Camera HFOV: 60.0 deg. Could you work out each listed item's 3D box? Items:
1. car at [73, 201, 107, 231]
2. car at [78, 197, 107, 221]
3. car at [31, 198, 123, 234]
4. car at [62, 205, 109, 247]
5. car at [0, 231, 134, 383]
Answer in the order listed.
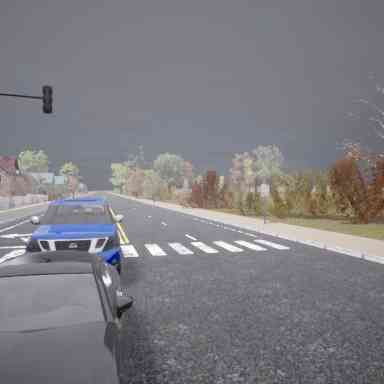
[{"bbox_3d":[-6.585,1.468,21.811,1.882,1.535,5.008,0,0,-15],"label":"car"},{"bbox_3d":[-8.146,1.338,27.544,2.097,1.767,4.553,0,0,-15],"label":"car"},{"bbox_3d":[-3.358,1.218,9.994,2.150,2.045,5.566,0,0,-15],"label":"car"},{"bbox_3d":[-5.016,1.498,16.065,1.837,1.490,4.892,0,0,-15],"label":"car"},{"bbox_3d":[-1.718,1.524,3.905,1.812,1.442,4.674,0,0,-13],"label":"car"}]
